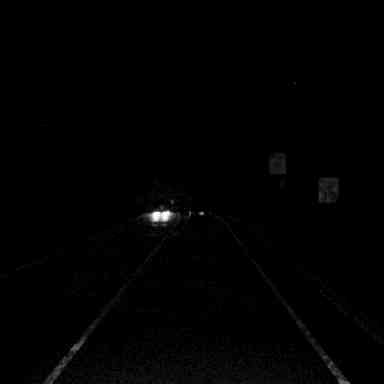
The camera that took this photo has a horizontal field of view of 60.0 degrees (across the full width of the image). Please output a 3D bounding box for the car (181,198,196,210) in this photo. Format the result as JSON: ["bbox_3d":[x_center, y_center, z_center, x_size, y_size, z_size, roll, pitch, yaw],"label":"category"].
[{"bbox_3d":[-0.235,1.435,41.857,1.882,1.535,5.008,0,1,-6],"label":"car"}]

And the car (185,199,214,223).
[{"bbox_3d":[0.696,1.561,25.747,2.033,1.411,5.357,0,0,0],"label":"car"}]

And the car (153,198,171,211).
[{"bbox_3d":[-3.649,1.494,40.132,2.128,1.511,4.902,0,1,-5],"label":"car"}]
